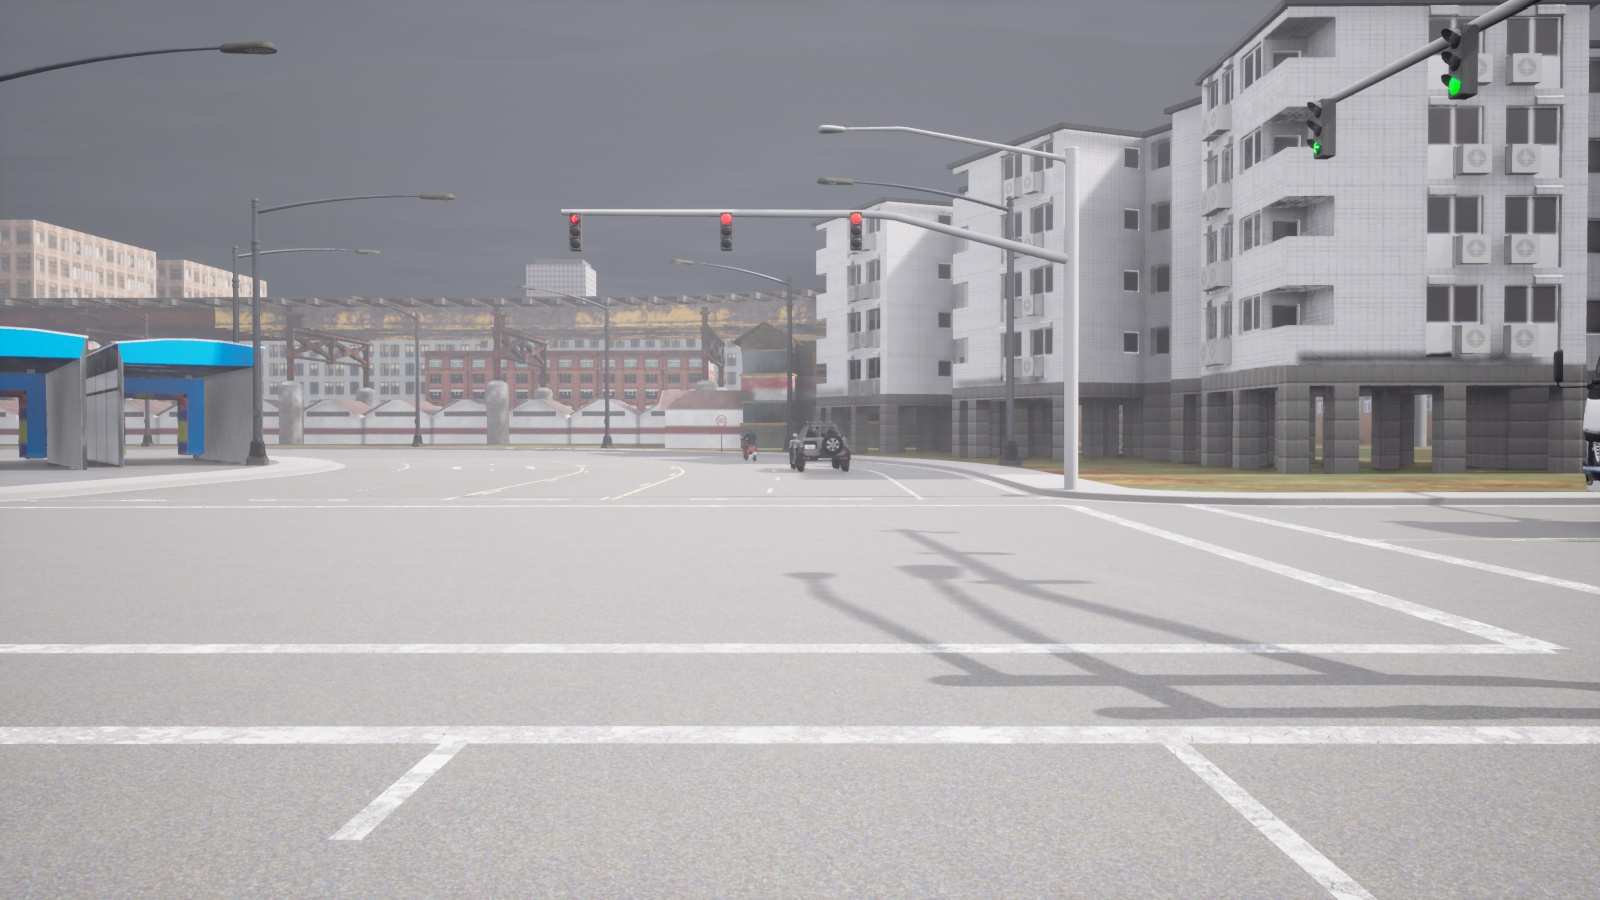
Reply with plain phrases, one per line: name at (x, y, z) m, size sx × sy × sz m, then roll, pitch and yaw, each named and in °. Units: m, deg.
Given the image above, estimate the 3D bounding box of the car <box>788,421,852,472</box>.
car at (0.684, -0.165, 47.247) m, size 1.932 × 1.855 × 4.605 m, roll 0°, pitch 1°, yaw -5°

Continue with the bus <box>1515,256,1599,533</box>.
bus at (17.421, -0.860, 19.572) m, size 10.273 × 4.253 × 3.944 m, roll 0°, pitch 1°, yaw -1°

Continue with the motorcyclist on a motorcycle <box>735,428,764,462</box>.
motorcyclist on a motorcycle at (-2.429, -0.258, 60.116) m, size 0.866 × 1.590 × 1.817 m, roll -1°, pitch 1°, yaw -20°
